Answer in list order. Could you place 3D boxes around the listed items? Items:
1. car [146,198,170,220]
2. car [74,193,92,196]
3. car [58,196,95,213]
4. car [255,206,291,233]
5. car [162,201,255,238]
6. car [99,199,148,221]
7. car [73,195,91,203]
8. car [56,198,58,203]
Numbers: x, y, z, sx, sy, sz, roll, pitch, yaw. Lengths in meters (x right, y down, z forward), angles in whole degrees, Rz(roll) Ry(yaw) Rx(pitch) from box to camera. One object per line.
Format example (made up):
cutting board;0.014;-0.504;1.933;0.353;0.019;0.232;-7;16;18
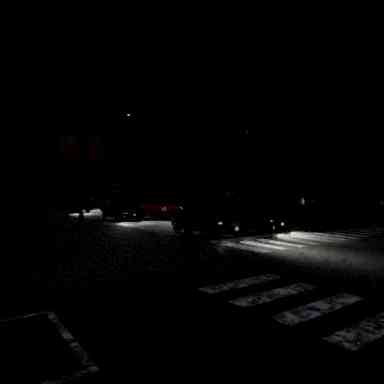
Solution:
car;-2.613;1.314;27.940;2.097;1.767;4.553;0;0;-36
car;-18.312;1.133;55.723;2.150;2.045;5.566;0;0;-36
car;-12.628;1.496;36.323;2.033;1.411;5.357;0;0;-36
car;3.630;1.542;19.487;1.994;1.385;4.181;0;0;-39
car;0.706;1.475;17.740;2.128;1.511;4.902;0;0;-36
car;-5.701;1.472;26.671;1.837;1.490;4.892;0;0;-36
car;-21.979;1.367;66.414;1.882;1.535;5.008;0;0;-36
car;-25.030;1.439;65.087;2.033;1.411;5.357;0;0;-36
